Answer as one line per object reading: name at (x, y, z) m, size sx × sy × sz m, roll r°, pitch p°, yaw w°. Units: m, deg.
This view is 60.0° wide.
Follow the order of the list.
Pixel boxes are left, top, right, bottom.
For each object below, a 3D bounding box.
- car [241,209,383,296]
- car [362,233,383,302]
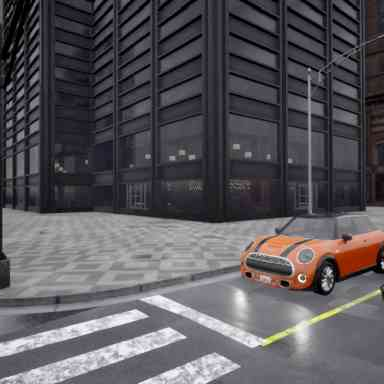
car at (3.399, 1.379, 8.922) m, size 4.553 × 1.767 × 2.097 m, roll 0°, pitch 0°, yaw -39°
car at (5.867, 1.546, 6.926) m, size 5.357 × 1.411 × 2.033 m, roll 0°, pitch 0°, yaw -39°
